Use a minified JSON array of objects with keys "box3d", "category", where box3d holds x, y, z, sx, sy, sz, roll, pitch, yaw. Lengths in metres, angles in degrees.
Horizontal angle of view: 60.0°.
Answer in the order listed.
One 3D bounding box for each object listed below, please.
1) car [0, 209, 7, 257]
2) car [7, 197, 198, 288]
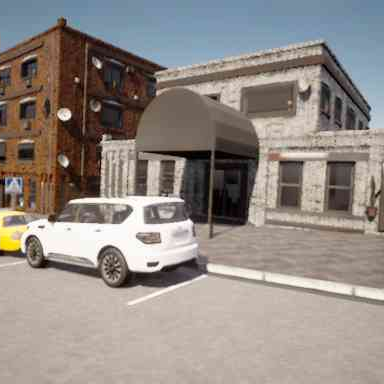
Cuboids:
[{"box3d":[-7.171,1.420,12.639,5.366,1.575,1.946,0,0,36],"category":"car"},{"box3d":[-2.443,1.172,9.263,5.566,2.045,2.435,0,0,35],"category":"car"}]
